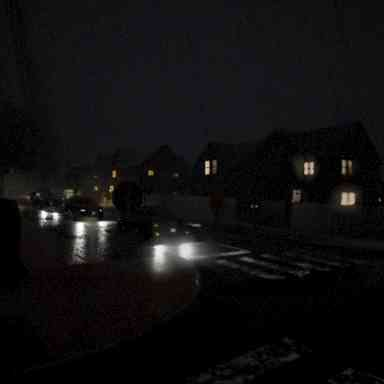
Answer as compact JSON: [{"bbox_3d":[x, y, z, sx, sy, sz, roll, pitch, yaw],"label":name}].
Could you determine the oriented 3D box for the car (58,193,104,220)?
[{"bbox_3d":[-7.836,1.088,23.820,1.837,1.490,4.892,2,0,-35],"label":"car"}]

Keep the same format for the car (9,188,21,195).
[{"bbox_3d":[-42.288,-0.282,79.530,2.097,1.767,4.553,-1,1,-35],"label":"car"}]

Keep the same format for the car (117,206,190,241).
[{"bbox_3d":[-1.878,1.357,15.316,1.994,1.385,4.181,2,0,-34],"label":"car"}]

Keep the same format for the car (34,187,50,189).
[{"bbox_3d":[-22.717,0.283,50.008,2.150,2.045,5.566,2,0,-35],"label":"car"}]

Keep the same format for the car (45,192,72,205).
[{"bbox_3d":[-16.715,0.814,41.509,2.033,1.411,5.357,2,0,-34],"label":"car"}]

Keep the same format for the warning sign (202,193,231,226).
[{"bbox_3d":[1.465,1.007,19.880,1.300,1.860,1.060,0,0,-35],"label":"warning sign"}]

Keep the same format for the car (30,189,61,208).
[{"bbox_3d":[-14.914,0.827,33.931,2.128,1.511,4.902,2,0,-35],"label":"car"}]
